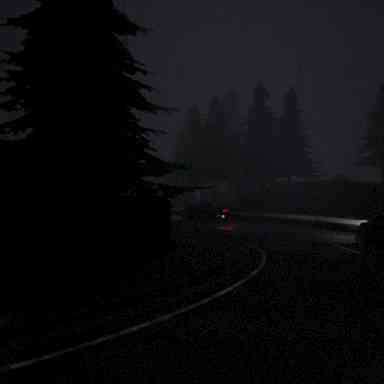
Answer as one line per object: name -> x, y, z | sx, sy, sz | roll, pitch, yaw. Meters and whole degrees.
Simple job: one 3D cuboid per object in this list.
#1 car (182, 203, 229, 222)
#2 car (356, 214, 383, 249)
car -> 1.006, 1.579, 27.023 | 1.837, 1.490, 4.892 | 0, 0, -34
car -> 7.797, 1.482, 12.269 | 1.882, 1.535, 5.008 | 0, 0, 8
